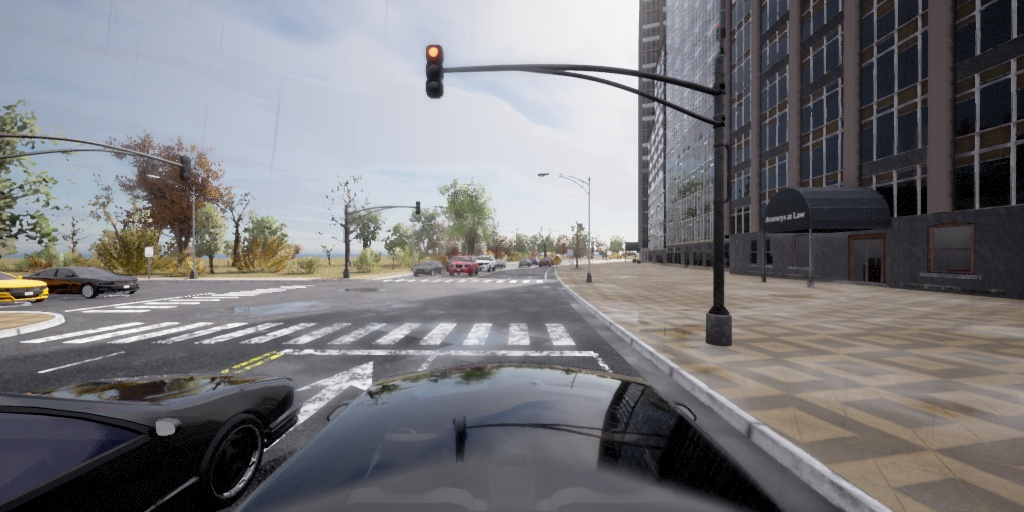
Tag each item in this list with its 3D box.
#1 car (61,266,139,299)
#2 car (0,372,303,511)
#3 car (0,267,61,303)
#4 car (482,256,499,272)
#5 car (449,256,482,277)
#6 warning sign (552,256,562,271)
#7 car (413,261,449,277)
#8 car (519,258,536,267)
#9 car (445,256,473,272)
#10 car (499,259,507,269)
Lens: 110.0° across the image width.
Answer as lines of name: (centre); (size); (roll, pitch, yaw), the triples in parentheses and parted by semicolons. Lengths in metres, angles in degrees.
car: (-21.836, 1.275, 18.162); (5.008, 1.535, 1.882); (0, 0, 4)
car: (-3.127, 1.298, 1.264); (2.033, 1.411, 5.357); (0, 0, 1)
car: (-22.477, 1.288, 14.941); (5.008, 1.535, 1.882); (0, 0, 3)
car: (-3.576, 0.971, 47.049); (2.150, 2.045, 5.566); (0, 0, 8)
car: (-4.812, 0.971, 36.337); (2.150, 2.045, 5.566); (0, 0, 4)
warning sign: (5.511, 0.868, 43.966); (1.300, 1.860, 1.060); (0, 0, 7)
car: (-8.153, 1.253, 35.480); (1.837, 1.490, 4.892); (0, 0, 7)
car: (2.471, 1.248, 63.924); (2.128, 1.511, 4.902); (0, 0, 10)
car: (-6.874, 0.969, 46.881); (2.150, 2.045, 5.566); (0, 0, 7)
car: (-2.133, 1.277, 57.140); (1.812, 1.442, 4.674); (0, 0, 9)
